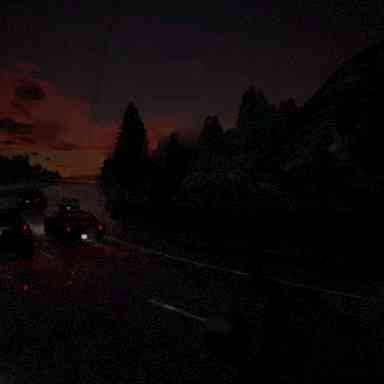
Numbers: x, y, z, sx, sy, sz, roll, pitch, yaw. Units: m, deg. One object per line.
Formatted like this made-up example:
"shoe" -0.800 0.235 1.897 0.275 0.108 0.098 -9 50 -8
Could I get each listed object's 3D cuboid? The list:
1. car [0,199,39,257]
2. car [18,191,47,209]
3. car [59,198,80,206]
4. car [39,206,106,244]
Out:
"car" -7.243 1.257 11.942 2.097 1.767 4.553 1 0 -37
"car" -16.280 0.938 33.955 2.150 2.045 5.566 1 1 -16
"car" -13.379 1.336 36.448 1.895 1.301 4.718 1 1 -16
"car" -5.649 1.528 15.596 1.895 1.301 4.718 1 0 -33
